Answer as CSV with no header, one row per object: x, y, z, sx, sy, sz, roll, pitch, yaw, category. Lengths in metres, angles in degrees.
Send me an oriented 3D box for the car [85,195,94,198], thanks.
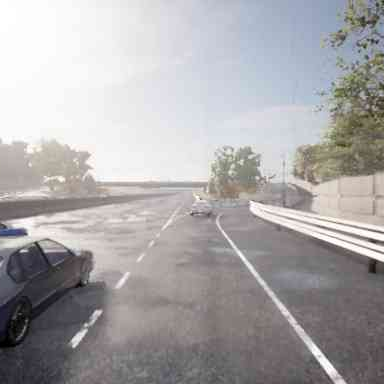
-24.535,1.506,80.187,1.837,1.490,4.892,0,0,0,car

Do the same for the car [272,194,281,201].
22.787,1.838,89.645,1.812,1.442,4.674,0,3,20,car

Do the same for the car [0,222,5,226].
-6.902,1.476,10.252,1.882,1.535,5.008,0,0,0,car

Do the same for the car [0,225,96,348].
-3.404,1.547,6.200,2.033,1.411,5.357,0,0,0,car

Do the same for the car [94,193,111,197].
-21.035,1.232,80.159,2.150,2.045,5.566,0,0,0,car

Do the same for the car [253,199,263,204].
13.122,2.171,67.214,1.882,1.535,5.008,0,0,25,car

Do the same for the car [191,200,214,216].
1.070,1.529,32.824,1.812,1.442,4.674,0,0,8,car
